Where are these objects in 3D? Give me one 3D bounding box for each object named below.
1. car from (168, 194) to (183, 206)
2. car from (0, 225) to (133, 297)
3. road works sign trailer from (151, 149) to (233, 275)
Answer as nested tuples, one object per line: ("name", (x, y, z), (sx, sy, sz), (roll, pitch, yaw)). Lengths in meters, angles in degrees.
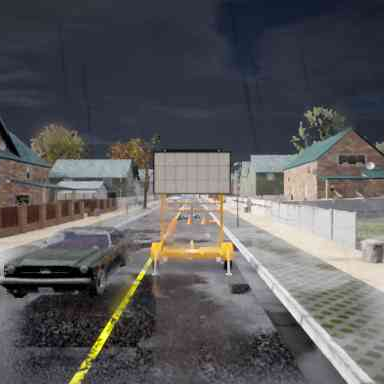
("car", (-2.739, 1.249, 55.510), (2.150, 2.045, 5.566), (0, 0, 0))
("car", (-2.850, 1.608, 8.691), (1.895, 1.301, 4.718), (0, 0, 0))
("road works sign trailer", (0.002, 0.473, 10.419), (2.380, 3.560, 2.880), (0, 0, 0))
